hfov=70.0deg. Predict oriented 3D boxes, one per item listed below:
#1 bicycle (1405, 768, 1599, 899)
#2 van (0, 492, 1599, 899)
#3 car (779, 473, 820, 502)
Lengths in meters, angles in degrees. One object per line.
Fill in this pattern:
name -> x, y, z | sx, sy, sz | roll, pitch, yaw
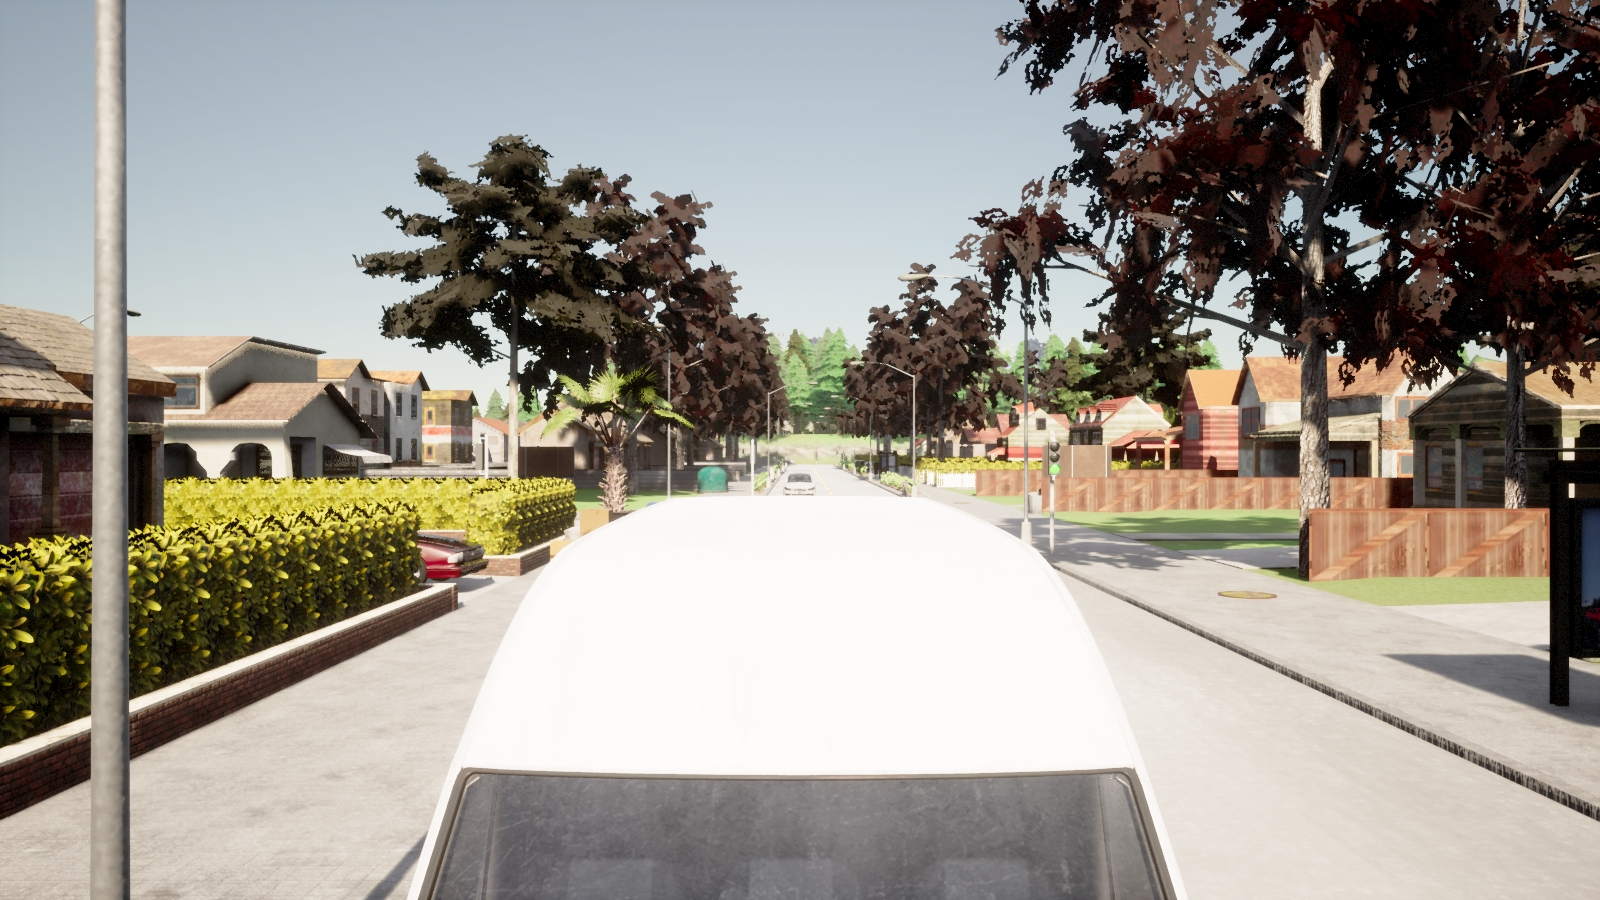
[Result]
bicycle -> 2.687, 2.062, 3.843 | 0.329, 1.471, 1.835 | 0, 0, 0
van -> 0.002, 1.537, 4.030 | 1.988, 2.561, 5.915 | 0, 0, 0
car -> -0.024, 2.087, 64.511 | 2.231, 1.480, 4.892 | 0, 0, 0
